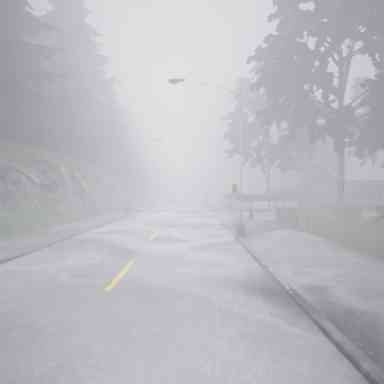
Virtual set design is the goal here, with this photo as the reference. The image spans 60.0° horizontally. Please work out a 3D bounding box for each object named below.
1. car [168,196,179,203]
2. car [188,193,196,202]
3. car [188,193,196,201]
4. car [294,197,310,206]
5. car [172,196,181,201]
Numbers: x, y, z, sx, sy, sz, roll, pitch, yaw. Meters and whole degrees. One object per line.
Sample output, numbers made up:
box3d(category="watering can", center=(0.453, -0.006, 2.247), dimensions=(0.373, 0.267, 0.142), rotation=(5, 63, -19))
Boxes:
box3d(category="car", center=(-3.996, 1.632, 69.752), dimensions=(1.994, 1.385, 4.181), rotation=(0, 0, 0))
box3d(category="car", center=(0.005, 1.604, 80.452), dimensions=(1.812, 1.442, 4.674), rotation=(0, 0, 0))
box3d(category="car", center=(0.005, 1.318, 90.686), dimensions=(2.150, 2.045, 5.566), rotation=(0, 0, 0))
box3d(category="car", center=(15.789, 1.356, 48.926), dimensions=(1.994, 1.381, 4.181), rotation=(0, 0, 0))
box3d(category="car", center=(-3.995, 1.634, 85.394), dimensions=(1.994, 1.385, 4.181), rotation=(0, 0, 0))
